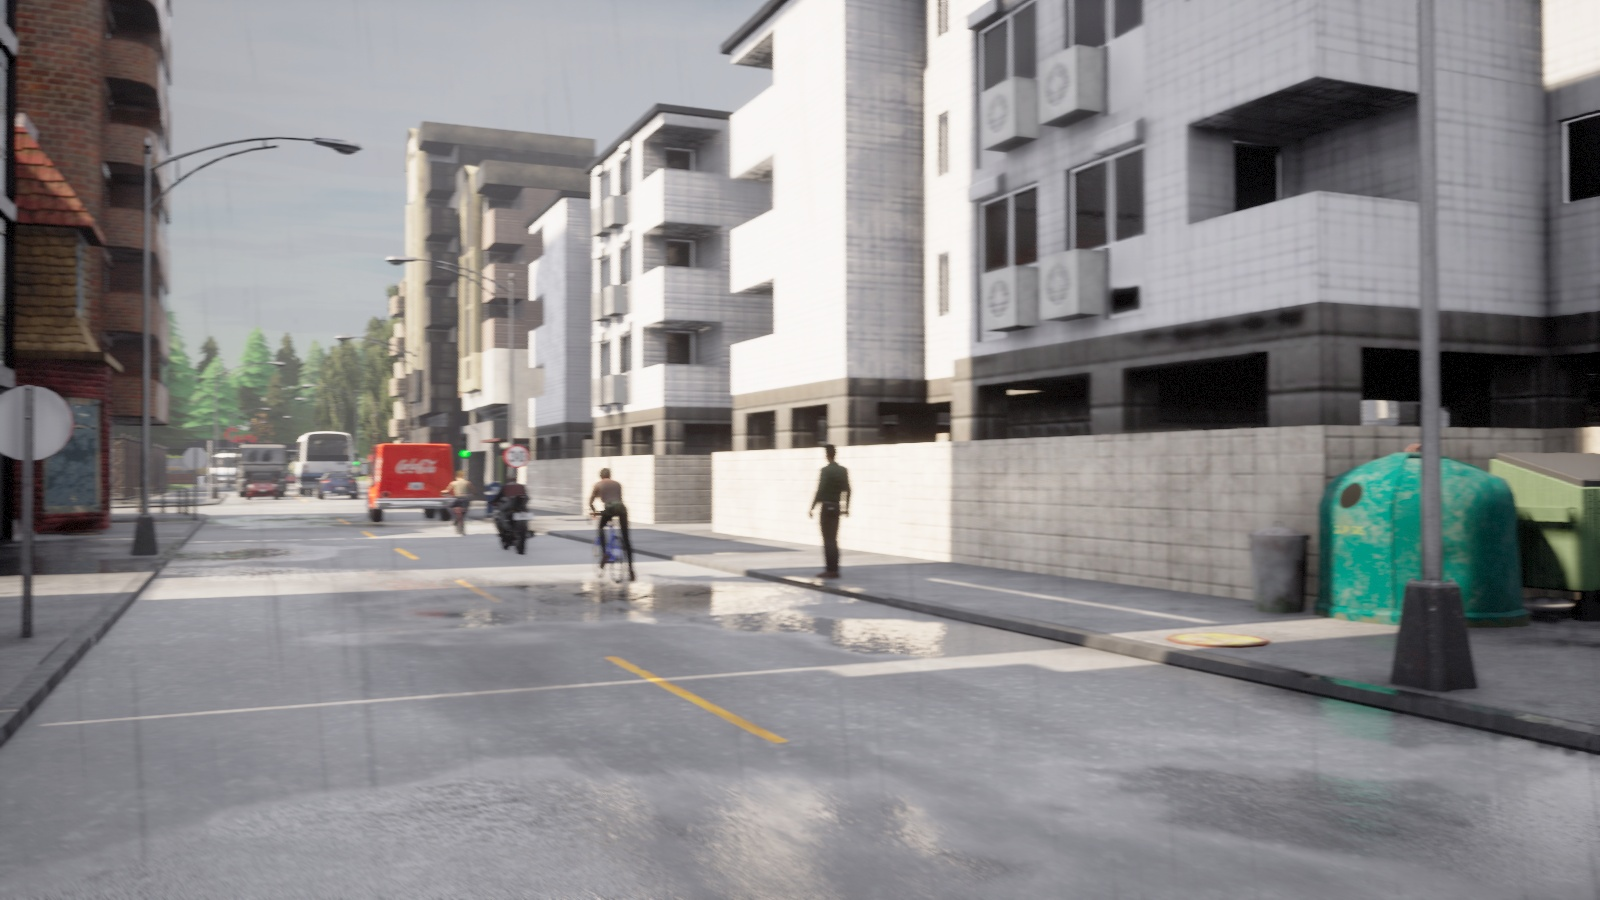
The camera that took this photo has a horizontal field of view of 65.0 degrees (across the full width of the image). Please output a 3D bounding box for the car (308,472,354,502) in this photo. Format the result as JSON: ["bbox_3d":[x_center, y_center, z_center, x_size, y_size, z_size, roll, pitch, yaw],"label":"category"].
[{"bbox_3d":[-27.460,2.132,73.441,2.152,1.651,5.027,0,-1,-24],"label":"car"}]

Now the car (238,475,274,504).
[{"bbox_3d":[-31.433,2.278,72.547,1.851,1.617,3.988,0,-1,-24],"label":"car"}]

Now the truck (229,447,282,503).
[{"bbox_3d":[-35.538,1.598,81.813,2.891,3.462,7.936,0,-1,-25],"label":"truck"}]

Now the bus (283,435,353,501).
[{"bbox_3d":[-33.502,1.271,87.007,3.944,4.253,10.273,0,-1,-24],"label":"bus"}]

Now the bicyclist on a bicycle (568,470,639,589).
[{"bbox_3d":[-2.839,1.104,18.042,0.582,1.620,1.656,0,-1,-24],"label":"bicyclist on a bicycle"}]

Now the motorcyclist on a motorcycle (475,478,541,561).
[{"bbox_3d":[-5.736,1.328,24.573,0.866,1.530,2.191,0,-1,-24],"label":"motorcyclist on a motorcycle"}]

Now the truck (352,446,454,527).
[{"bbox_3d":[-13.064,1.161,41.080,2.627,2.467,5.204,0,-1,-24],"label":"truck"}]

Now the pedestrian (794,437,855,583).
[{"bbox_3d":[0.336,0.813,17.210,0.423,1.949,0.788,0,-1,-36],"label":"pedestrian"}]

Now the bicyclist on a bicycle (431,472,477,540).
[{"bbox_3d":[-8.485,1.364,30.765,0.866,1.612,1.509,0,-1,-24],"label":"bicyclist on a bicycle"}]
